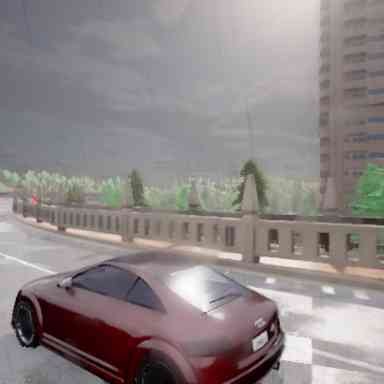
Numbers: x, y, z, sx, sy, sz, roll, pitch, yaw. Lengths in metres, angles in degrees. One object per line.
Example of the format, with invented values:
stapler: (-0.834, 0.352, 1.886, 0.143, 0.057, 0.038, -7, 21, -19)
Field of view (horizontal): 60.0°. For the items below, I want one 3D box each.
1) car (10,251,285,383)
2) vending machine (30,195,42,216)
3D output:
car: (-0.842, 1.588, 4.843, 4.181, 1.385, 1.994, 0, 0, 38)
vending machine: (-15.893, 1.343, 33.864, 1.100, 2.100, 0.880, 0, 0, -30)
